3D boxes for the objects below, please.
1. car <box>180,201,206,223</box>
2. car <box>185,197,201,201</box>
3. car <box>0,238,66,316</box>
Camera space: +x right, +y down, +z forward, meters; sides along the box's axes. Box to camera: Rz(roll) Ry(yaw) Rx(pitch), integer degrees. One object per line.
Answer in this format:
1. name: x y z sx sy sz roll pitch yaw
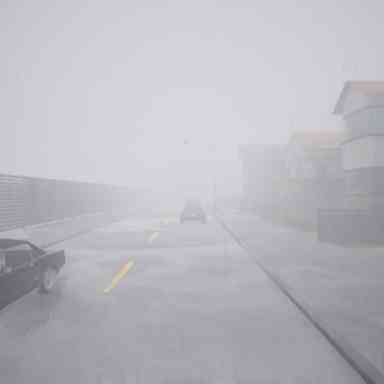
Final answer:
1. car: 0.081 1.648 26.517 1.994 1.385 4.181 0 0 0
2. car: 0.098 1.491 43.378 2.097 1.767 4.553 0 0 0
3. car: -4.082 1.621 6.106 1.895 1.301 4.718 0 0 0
